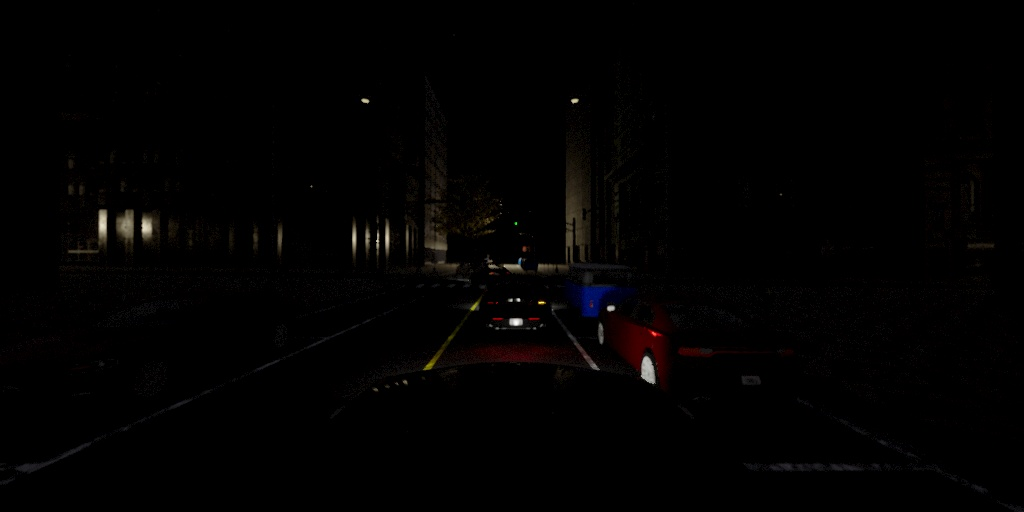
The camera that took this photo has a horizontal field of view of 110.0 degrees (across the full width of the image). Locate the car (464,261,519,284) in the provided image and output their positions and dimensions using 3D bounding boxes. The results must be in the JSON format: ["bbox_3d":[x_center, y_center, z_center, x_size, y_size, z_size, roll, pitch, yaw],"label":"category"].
[{"bbox_3d":[-1.608,1.328,25.386,2.128,1.511,4.902,0,0,-21],"label":"car"}]

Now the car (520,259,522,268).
[{"bbox_3d":[2.664,1.536,55.304,1.948,1.339,4.313,0,0,0],"label":"car"}]

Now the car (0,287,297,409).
[{"bbox_3d":[-5.787,1.312,6.385,1.888,1.381,4.507,0,0,0],"label":"car"}]

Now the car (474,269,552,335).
[{"bbox_3d":[0.086,1.288,10.696,1.837,1.490,4.892,0,0,0],"label":"car"}]

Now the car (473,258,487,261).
[{"bbox_3d":[-5.871,1.308,60.347,2.192,1.841,5.009,0,0,0],"label":"car"}]

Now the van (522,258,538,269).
[{"bbox_3d":[2.674,1.287,49.891,1.690,1.789,3.998,0,0,0],"label":"van"}]

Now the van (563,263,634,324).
[{"bbox_3d":[2.759,1.129,11.908,1.690,1.789,3.998,0,0,0],"label":"van"}]

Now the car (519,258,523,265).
[{"bbox_3d":[2.653,1.541,60.717,1.888,1.381,4.507,0,0,0],"label":"car"}]

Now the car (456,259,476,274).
[{"bbox_3d":[-5.847,1.448,44.308,1.751,1.417,4.829,0,0,0],"label":"car"}]

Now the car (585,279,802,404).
[{"bbox_3d":[2.768,1.312,6.383,1.888,1.381,4.507,0,0,0],"label":"car"}]

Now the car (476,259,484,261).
[{"bbox_3d":[-5.861,1.514,55.058,1.888,1.381,4.507,0,0,0],"label":"car"}]
